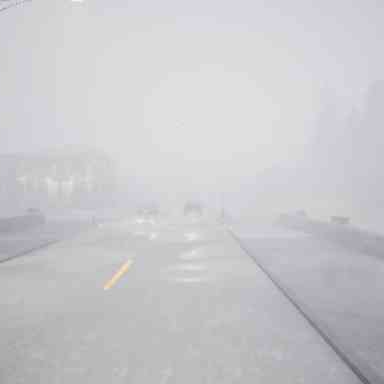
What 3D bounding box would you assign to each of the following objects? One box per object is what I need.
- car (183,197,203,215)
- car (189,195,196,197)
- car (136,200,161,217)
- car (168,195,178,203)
[{"bbox_3d":[0.110,1.546,34.955,1.837,1.490,4.892,0,0,0],"label":"car"},{"bbox_3d":[0.126,1.428,64.241,2.097,1.767,4.553,0,0,0],"label":"car"},{"bbox_3d":[-4.069,1.528,31.682,2.128,1.511,4.902,0,0,0],"label":"car"},{"bbox_3d":[-3.976,1.490,70.657,1.882,1.535,5.008,0,0,0],"label":"car"}]
